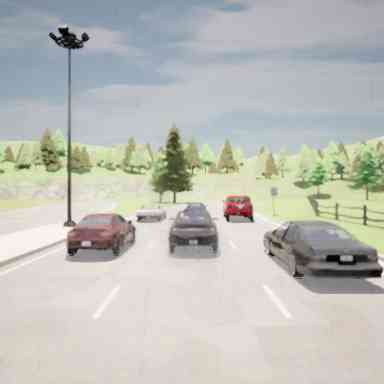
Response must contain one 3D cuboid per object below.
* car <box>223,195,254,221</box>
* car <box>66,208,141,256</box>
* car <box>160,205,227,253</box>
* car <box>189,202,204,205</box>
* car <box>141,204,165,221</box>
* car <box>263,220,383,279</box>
[{"bbox_3d":[3.799,1.254,27.747,2.150,2.045,5.566,0,0,3],"label":"car"},{"bbox_3d":[-3.435,1.541,13.155,1.812,1.442,4.674,0,0,0],"label":"car"},{"bbox_3d":[0.068,1.507,13.803,2.128,1.511,4.902,0,0,0],"label":"car"},{"bbox_3d":[0.410,1.596,29.477,1.994,1.385,4.181,0,0,3],"label":"car"},{"bbox_3d":[-3.214,1.631,27.367,1.895,1.301,4.718,0,0,3],"label":"car"},{"bbox_3d":[3.541,1.559,10.081,2.033,1.411,5.357,0,0,1],"label":"car"}]
